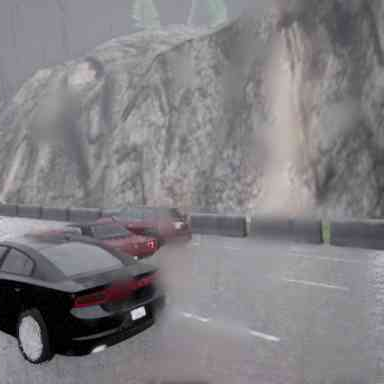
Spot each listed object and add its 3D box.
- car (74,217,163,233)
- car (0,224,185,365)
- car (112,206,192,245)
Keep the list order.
[{"bbox_3d":[-3.441,1.626,10.746,4.718,1.301,1.895,0,0,36],"label":"car"},{"bbox_3d":[-2.738,1.496,5.945,5.008,1.535,1.882,0,0,36],"label":"car"},{"bbox_3d":[-2.279,1.378,14.216,4.553,1.767,2.097,0,0,36],"label":"car"}]
